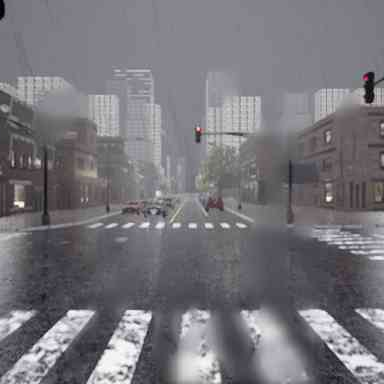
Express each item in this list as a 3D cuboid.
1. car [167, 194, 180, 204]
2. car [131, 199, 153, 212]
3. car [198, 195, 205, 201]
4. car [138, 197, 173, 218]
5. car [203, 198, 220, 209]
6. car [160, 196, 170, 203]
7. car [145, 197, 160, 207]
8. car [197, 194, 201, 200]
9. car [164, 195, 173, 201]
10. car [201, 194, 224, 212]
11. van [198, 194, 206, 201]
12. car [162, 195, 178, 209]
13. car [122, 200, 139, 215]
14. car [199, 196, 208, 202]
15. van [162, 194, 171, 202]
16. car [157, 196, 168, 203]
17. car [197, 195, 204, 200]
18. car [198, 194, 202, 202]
[{"bbox_3d":[-3.184,1.465,63.398,2.128,1.511,4.902,0,0,0],"label":"car"},{"bbox_3d":[-5.797,1.537,38.972,1.947,1.339,4.313,0,0,0],"label":"car"},{"bbox_3d":[2.445,1.517,88.893,1.752,1.417,4.829,0,0,0],"label":"car"},{"bbox_3d":[-3.181,1.465,29.976,2.128,1.511,4.902,0,0,0],"label":"car"},{"bbox_3d":[2.568,1.536,44.521,1.947,1.339,4.313,0,0,0],"label":"car"},{"bbox_3d":[-5.889,1.502,71.953,1.752,1.417,4.829,0,0,0],"label":"car"},{"bbox_3d":[-5.827,1.495,49.852,1.752,1.417,4.829,0,0,0],"label":"car"},{"bbox_3d":[2.522,1.522,61.097,2.008,1.369,4.403,0,0,0],"label":"car"},{"bbox_3d":[-5.920,1.537,83.174,2.008,1.369,4.403,0,0,0],"label":"car"},{"bbox_3d":[2.584,1.286,38.995,2.192,1.841,5.009,0,0,0],"label":"car"},{"bbox_3d":[2.460,1.327,83.198,1.690,1.788,3.998,0,0,0],"label":"van"},{"bbox_3d":[-3.214,1.475,43.896,1.837,1.490,4.892,0,0,0],"label":"car"},{"bbox_3d":[-5.869,1.518,33.450,1.887,1.381,4.507,0,0,0],"label":"car"},{"bbox_3d":[2.491,1.559,72.146,1.802,1.307,4.206,0,0,0],"label":"car"},{"bbox_3d":[-5.904,1.322,77.649,1.690,1.788,3.998,0,0,0],"label":"van"},{"bbox_3d":[-5.874,1.556,66.598,1.802,1.307,4.206,0,0,0],"label":"car"},{"bbox_3d":[2.430,1.580,94.248,1.802,1.307,4.206,0,0,0],"label":"car"},{"bbox_3d":[2.537,1.536,55.572,1.947,1.339,4.313,0,0,0],"label":"car"}]
